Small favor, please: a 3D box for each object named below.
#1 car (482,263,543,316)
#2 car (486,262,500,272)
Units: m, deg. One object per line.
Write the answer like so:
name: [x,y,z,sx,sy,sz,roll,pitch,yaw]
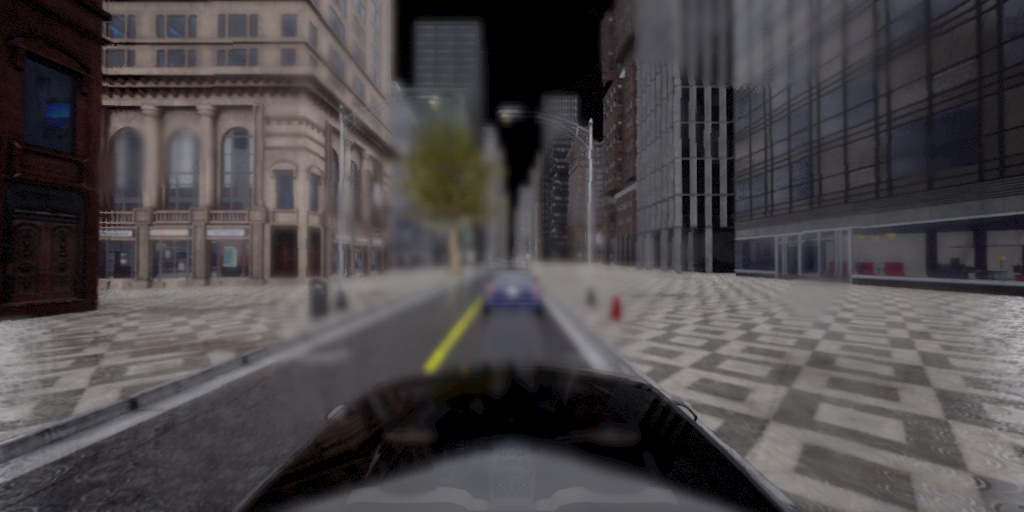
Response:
car: [0.043,1.219,14.126,2.097,1.767,4.553,0,-1,0]
car: [-3.051,1.828,58.871,2.128,1.511,4.902,0,-1,0]
